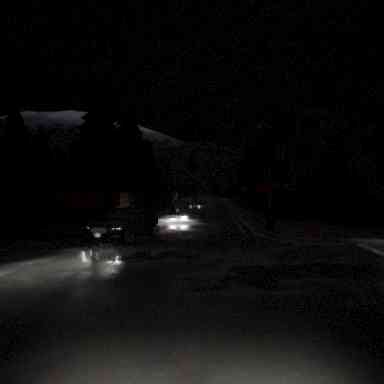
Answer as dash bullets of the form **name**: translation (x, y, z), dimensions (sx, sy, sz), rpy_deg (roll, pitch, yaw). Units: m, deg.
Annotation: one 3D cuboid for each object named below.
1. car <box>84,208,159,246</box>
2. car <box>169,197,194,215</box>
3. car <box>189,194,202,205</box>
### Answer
- **car**: translation (-3.052, 1.496, 15.411), dimensions (2.128, 1.511, 4.902), rpy_deg (1, -1, 15)
- **car**: translation (-1.247, 1.564, 34.897), dimensions (2.128, 1.511, 4.902), rpy_deg (0, 0, 4)
- **car**: translation (0.696, 1.361, 63.856), dimensions (2.150, 2.045, 5.566), rpy_deg (0, 0, 4)
